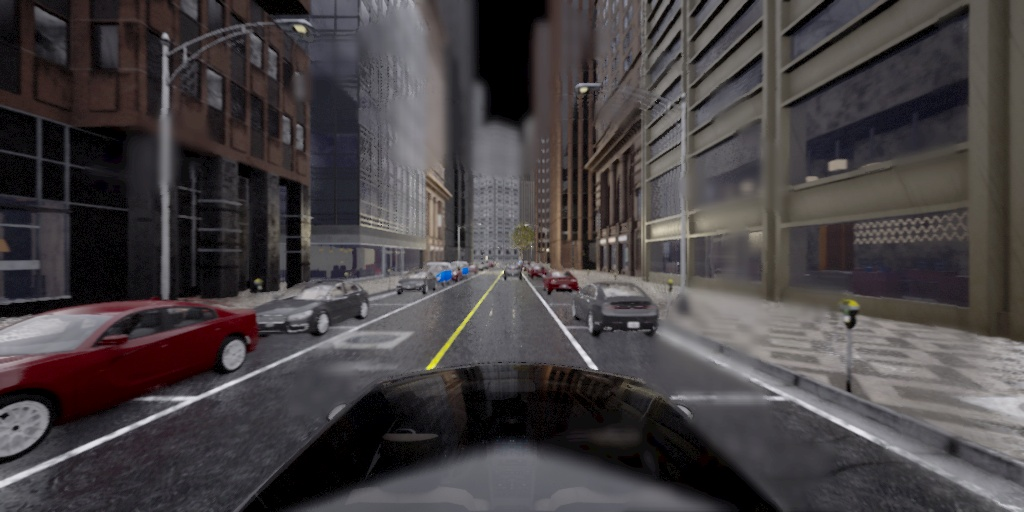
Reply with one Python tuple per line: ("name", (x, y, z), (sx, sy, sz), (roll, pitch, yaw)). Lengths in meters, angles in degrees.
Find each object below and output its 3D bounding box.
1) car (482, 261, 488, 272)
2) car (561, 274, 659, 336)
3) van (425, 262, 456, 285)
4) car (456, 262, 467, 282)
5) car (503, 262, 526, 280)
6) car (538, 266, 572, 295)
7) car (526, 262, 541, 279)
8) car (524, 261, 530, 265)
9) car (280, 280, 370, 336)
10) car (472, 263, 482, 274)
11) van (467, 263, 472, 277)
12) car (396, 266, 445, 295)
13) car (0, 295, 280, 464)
("car", (-5.674, 1.967, 61.202), (1.948, 1.339, 4.313), (0, 0, 0))
("car", (2.856, 1.403, 10.587), (2.007, 1.370, 4.403), (0, 0, 0))
("van", (-5.671, 1.384, 27.453), (1.690, 1.789, 3.998), (0, 0, 0))
("car", (-5.672, 1.545, 33.079), (1.967, 1.591, 4.097), (0, 0, 0))
("car", (0.096, 1.647, 37.831), (2.128, 1.511, 4.902), (0, -1, 0))
("car", (2.855, 1.525, 21.835), (1.888, 1.381, 4.507), (0, 0, 0))
("car", (2.854, 1.711, 38.708), (1.888, 1.381, 4.507), (0, 0, 0))
("car", (2.853, 1.666, 44.332), (1.967, 1.591, 4.097), (0, 0, 0))
("car", (-5.670, 1.403, 10.580), (2.007, 1.370, 4.403), (0, 0, 0))
("car", (-5.673, 1.867, 49.952), (1.802, 1.307, 4.207), (0, 0, 0))
("van", (-5.672, 1.507, 38.703), (1.690, 1.789, 3.998), (0, 0, 0))
("car", (-5.671, 1.531, 21.829), (2.007, 1.370, 4.403), (0, 0, 0))
("car", (-5.669, 1.333, 4.956), (1.888, 1.381, 4.507), (0, 0, 0))
